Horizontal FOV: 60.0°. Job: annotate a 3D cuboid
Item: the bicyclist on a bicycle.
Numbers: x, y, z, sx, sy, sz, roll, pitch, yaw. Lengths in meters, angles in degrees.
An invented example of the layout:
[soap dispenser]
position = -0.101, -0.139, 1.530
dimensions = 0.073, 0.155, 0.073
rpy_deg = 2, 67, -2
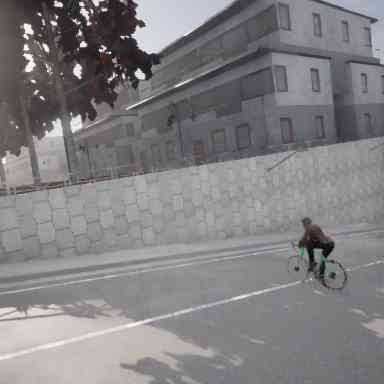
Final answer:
[bicyclist on a bicycle]
position = 2.868, 1.431, 7.852
dimensions = 0.582, 1.620, 1.656
rpy_deg = -1, -2, -34
